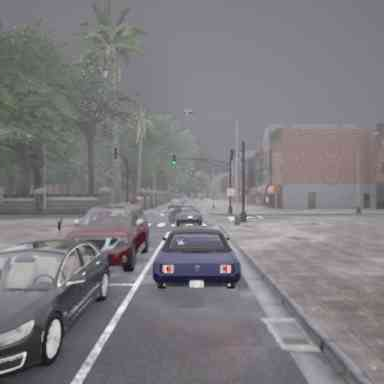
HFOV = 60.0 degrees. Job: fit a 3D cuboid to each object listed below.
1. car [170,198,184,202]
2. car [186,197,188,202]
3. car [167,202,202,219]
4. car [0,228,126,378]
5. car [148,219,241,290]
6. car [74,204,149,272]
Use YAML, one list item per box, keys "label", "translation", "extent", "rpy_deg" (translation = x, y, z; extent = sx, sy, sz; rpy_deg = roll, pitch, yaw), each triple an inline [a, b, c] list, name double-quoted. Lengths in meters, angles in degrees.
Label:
- label: "car"
  translation: [-2.579, 1.795, 49.337]
  extent: [1.967, 1.590, 4.097]
  rpy_deg: [0, -1, 0]
- label: "car"
  translation: [-2.543, 2.202, 77.778]
  extent: [2.008, 1.369, 4.403]
  rpy_deg: [0, -1, 0]
- label: "car"
  translation: [-0.599, 1.716, 24.922]
  extent: [1.994, 1.385, 4.181]
  rpy_deg: [0, 0, -13]
- label: "car"
  translation: [-2.632, 1.581, 5.726]
  extent: [2.008, 1.369, 4.403]
  rpy_deg: [0, 0, 0]
- label: "car"
  translation: [0.110, 1.651, 9.193]
  extent: [1.895, 1.301, 4.718]
  rpy_deg: [0, 0, 0]
- label: "car"
  translation: [-2.625, 1.376, 11.190]
  extent: [2.192, 1.841, 5.009]
  rpy_deg: [0, 0, 0]
